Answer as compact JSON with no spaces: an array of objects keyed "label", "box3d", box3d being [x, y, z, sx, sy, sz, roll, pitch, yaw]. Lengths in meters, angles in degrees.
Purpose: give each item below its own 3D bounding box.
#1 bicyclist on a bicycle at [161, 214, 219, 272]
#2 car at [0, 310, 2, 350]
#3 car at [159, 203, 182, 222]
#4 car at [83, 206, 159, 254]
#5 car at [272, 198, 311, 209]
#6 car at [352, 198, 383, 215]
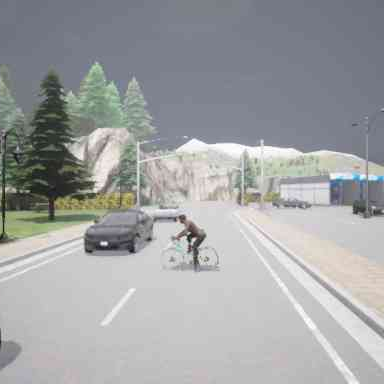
[{"label":"bicyclist on a bicycle","box3d":[-0.085,1.450,9.403,1.656,1.620,0.582,-2,0,4]},{"label":"car","box3d":[-3.556,1.352,2.317,2.097,1.767,4.553,0,0,4]},{"label":"car","box3d":[-1.920,1.600,26.478,1.895,1.301,4.718,0,0,4]},{"label":"car","box3d":[-2.825,1.477,13.768,1.882,1.535,5.008,0,0,4]},{"label":"car","box3d":[12.908,1.490,43.193,4.902,1.511,2.128,0,0,5]},{"label":"car","box3d":[16.034,1.339,29.844,2.007,1.523,4.514,0,0,4]}]
